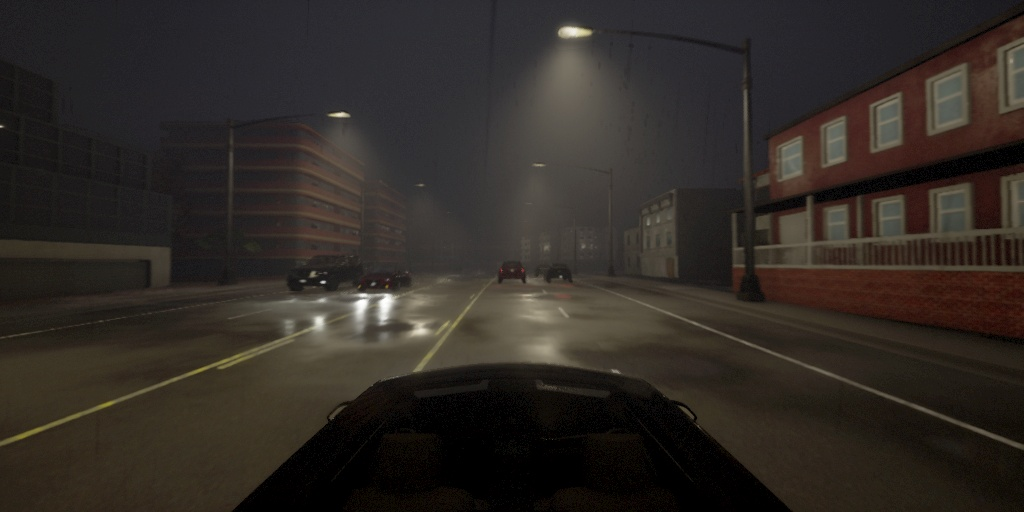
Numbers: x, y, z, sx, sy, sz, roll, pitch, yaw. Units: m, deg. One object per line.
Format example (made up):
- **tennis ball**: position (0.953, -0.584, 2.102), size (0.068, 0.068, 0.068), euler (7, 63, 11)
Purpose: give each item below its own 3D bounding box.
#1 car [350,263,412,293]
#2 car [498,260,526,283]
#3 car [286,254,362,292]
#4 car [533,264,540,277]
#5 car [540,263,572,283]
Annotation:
- **car**: position (-7.076, 1.252, 20.253), size (1.994, 1.385, 4.181), euler (0, 0, 0)
- **car**: position (0.014, 1.124, 28.151), size (2.097, 1.767, 4.553), euler (0, -1, 0)
- **car**: position (-10.576, 0.915, 20.915), size (2.150, 2.045, 5.566), euler (0, 0, 0)
- **car**: position (3.558, 1.671, 42.119), size (1.837, 1.490, 4.892), euler (0, -2, 1)
- **car**: position (3.515, 1.271, 27.980), size (1.837, 1.490, 4.892), euler (0, -1, 0)
